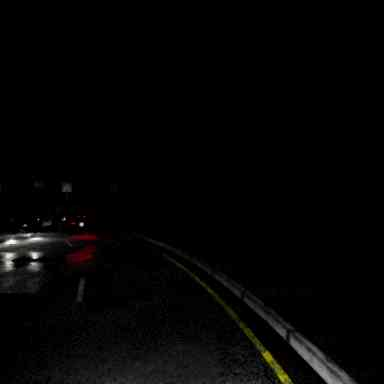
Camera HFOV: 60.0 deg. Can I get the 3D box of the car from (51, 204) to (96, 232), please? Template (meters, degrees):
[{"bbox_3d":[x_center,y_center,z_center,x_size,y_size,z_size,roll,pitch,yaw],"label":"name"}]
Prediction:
[{"bbox_3d":[-7.232,1.459,20.098,1.837,1.490,4.892,0,1,-31],"label":"car"}]

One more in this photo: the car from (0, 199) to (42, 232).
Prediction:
[{"bbox_3d":[-10.536,1.382,20.327,2.033,1.411,5.357,0,1,-33],"label":"car"}]

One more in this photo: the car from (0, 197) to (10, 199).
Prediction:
[{"bbox_3d":[-19.115,1.151,32.716,5.357,1.411,2.033,2,1,34],"label":"car"}]
